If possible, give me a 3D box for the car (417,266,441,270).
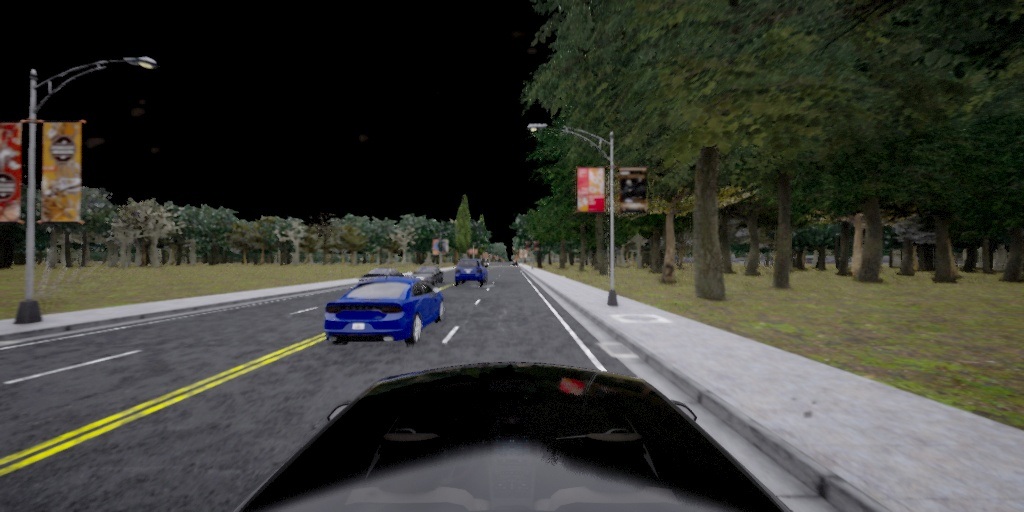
[{"bbox_3d":[-6.597,1.544,28.152,2.128,1.511,4.902,0,-1,0],"label":"car"}]

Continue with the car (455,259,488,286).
[{"bbox_3d":[-3.152,1.277,28.499,2.150,2.045,5.566,0,-1,0],"label":"car"}]

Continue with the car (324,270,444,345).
[{"bbox_3d":[-3.157,1.320,9.860,1.882,1.535,5.008,0,-1,0],"label":"car"}]

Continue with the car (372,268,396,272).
[{"bbox_3d":[-9.850,1.591,27.385,2.033,1.411,5.357,0,-1,0],"label":"car"}]
